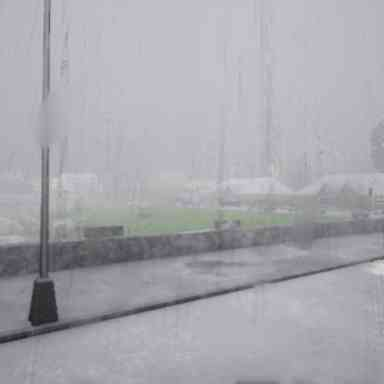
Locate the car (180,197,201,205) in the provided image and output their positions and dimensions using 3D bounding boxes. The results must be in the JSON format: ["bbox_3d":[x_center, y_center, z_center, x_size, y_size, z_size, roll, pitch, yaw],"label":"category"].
[{"bbox_3d":[-0.434,1.833,70.988,1.882,1.535,5.008,1,0,-36],"label":"car"}]

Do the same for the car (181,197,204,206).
[{"bbox_3d":[0.349,1.915,62.966,1.837,1.490,4.892,1,-1,-35],"label":"car"}]

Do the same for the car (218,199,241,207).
[{"bbox_3d":[6.727,1.929,60.997,1.882,1.535,5.008,1,0,-35],"label":"car"}]
